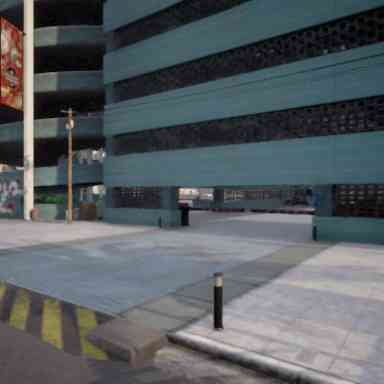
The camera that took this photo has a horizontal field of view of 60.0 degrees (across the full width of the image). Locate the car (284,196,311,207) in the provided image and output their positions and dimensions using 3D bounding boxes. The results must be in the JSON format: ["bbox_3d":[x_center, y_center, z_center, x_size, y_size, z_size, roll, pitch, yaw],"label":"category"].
[{"bbox_3d":[15.350,1.327,46.755,4.674,1.452,2.002,0,0,36],"label":"car"}]

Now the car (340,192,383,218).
[{"bbox_3d":[10.465,1.030,18.290,5.566,2.045,2.435,0,0,36],"label":"car"}]
